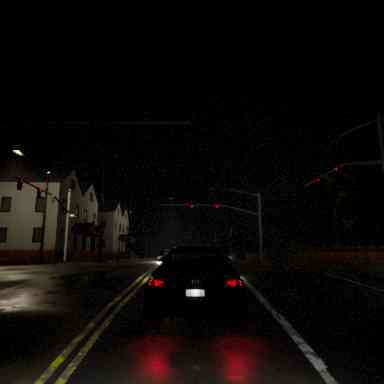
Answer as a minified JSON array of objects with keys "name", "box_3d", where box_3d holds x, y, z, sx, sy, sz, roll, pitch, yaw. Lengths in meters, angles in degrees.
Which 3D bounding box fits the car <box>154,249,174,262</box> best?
[{"name":"car","box_3d":[-3.605,8.384,43.934,2.128,1.511,4.902,0,-11,0]}]

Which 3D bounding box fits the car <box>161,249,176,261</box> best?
[{"name":"car","box_3d":[-3.608,9.737,51.666,2.097,1.767,4.553,0,-11,0]}]

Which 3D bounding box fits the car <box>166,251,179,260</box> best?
[{"name":"car","box_3d":[-3.586,11.772,61.455,2.128,1.511,4.902,0,-11,0]}]

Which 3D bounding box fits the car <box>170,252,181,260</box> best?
[{"name":"car","box_3d":[-3.529,13.720,71.344,2.128,1.511,4.902,0,-11,0]}]

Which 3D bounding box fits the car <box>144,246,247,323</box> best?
[{"name":"car","box_3d":[0.069,1.987,7.900,1.994,1.385,4.181,0,-7,0]}]
